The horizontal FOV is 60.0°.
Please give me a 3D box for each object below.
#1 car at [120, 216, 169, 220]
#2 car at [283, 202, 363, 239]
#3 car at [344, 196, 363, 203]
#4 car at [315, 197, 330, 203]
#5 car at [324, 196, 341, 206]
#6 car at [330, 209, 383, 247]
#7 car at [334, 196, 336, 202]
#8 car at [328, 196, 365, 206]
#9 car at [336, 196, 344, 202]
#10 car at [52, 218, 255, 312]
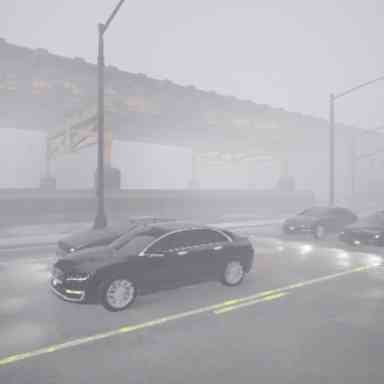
[{"bbox_3d":[-1.694,1.546,11.365,5.357,1.411,2.033,0,0,-36],"label":"car"},{"bbox_3d":[6.788,1.501,17.347,4.892,1.490,1.837,0,0,-35],"label":"car"},{"bbox_3d":[24.411,1.283,52.585,4.536,1.218,1.853,0,0,-7],"label":"car"},{"bbox_3d":[16.754,1.286,46.156,4.536,1.218,1.853,0,0,8],"label":"car"},{"bbox_3d":[20.567,1.285,48.882,1.853,1.218,4.536,0,0,18],"label":"car"},{"bbox_3d":[8.519,1.544,14.289,5.357,1.411,2.033,0,0,-35],"label":"car"},{"bbox_3d":[16.806,1.443,46.149,4.974,1.542,2.038,0,0,8],"label":"car"},{"bbox_3d":[24.462,1.441,52.592,4.974,1.542,2.038,0,0,-7],"label":"car"},{"bbox_3d":[20.551,1.442,48.833,2.038,1.542,4.974,0,0,18],"label":"car"},{"bbox_3d":[-0.654,1.505,7.814,4.892,1.490,1.837,0,0,-35],"label":"car"}]
